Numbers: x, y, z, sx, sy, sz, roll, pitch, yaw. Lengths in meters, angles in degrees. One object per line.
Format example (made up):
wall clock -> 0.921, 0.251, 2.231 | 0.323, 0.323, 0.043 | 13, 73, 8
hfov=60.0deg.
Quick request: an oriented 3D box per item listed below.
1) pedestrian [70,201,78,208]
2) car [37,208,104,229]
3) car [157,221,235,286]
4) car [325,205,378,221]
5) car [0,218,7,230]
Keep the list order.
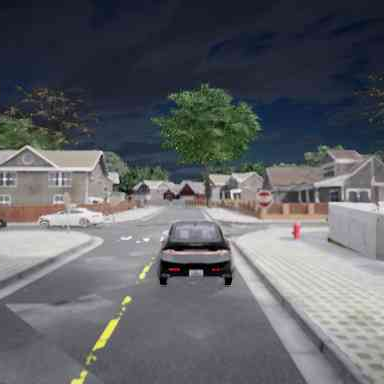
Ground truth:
pedestrian -> -9.676, 1.643, 27.103 | 0.375, 1.860, 0.375 | 0, -2, 1
car -> -8.864, 1.904, 24.390 | 4.674, 1.442, 1.812 | -1, -3, 2
car -> 0.093, 1.572, 9.663 | 2.128, 1.511, 4.902 | 0, -1, 0
car -> 12.509, 1.633, 23.899 | 5.357, 1.411, 2.033 | -1, -2, 1
car -> -14.198, 1.874, 21.255 | 4.181, 1.385, 1.994 | -1, -2, 0
